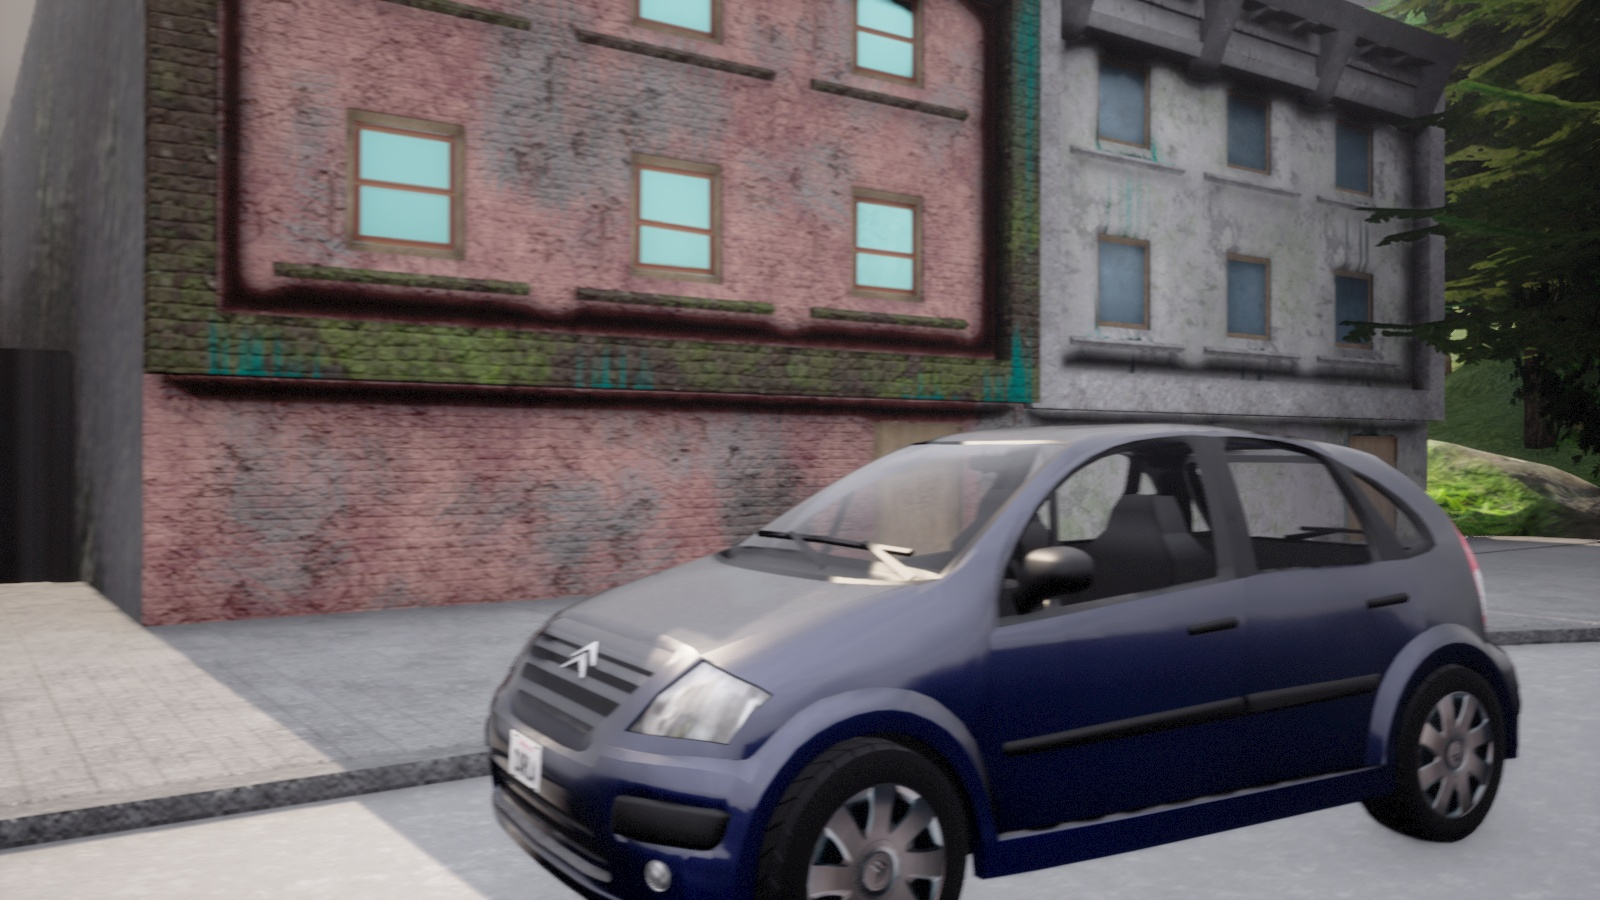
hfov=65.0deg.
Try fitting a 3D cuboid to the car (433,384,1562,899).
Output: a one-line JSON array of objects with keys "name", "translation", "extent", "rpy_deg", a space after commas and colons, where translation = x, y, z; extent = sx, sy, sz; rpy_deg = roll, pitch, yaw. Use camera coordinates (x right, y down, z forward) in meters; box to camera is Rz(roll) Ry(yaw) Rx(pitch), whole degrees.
[{"name": "car", "translation": [0.852, 0.653, 4.792], "extent": [3.988, 1.617, 1.851], "rpy_deg": [0, 0, -31]}]
